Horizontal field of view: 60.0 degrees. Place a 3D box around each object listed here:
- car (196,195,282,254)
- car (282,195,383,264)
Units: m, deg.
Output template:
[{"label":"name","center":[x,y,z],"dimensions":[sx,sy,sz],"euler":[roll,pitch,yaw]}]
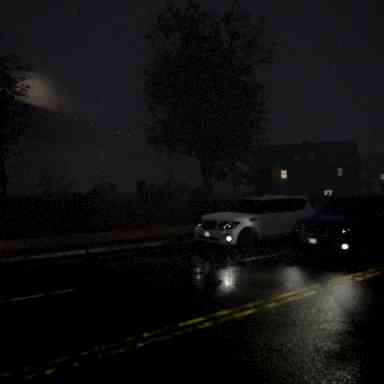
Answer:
[{"label":"car","center":[2.795,1.157,13.654],"dimensions":[5.566,2.045,2.150],"euler":[0,0,-35]},{"label":"car","center":[5.998,1.147,11.944],"dimensions":[5.566,2.045,2.150],"euler":[0,0,-35]}]
